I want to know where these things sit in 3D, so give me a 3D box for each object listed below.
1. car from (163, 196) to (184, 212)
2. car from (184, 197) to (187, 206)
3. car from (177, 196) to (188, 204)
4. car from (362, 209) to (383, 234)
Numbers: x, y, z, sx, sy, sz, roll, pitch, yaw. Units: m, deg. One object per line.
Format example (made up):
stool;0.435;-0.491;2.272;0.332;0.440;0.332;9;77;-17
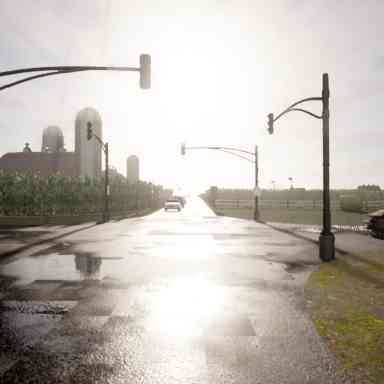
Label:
car;-2.300;1.565;40.195;1.812;1.442;4.674;0;0;1
car;-2.202;1.409;51.235;2.097;1.767;4.553;0;0;1
car;-1.955;1.644;69.296;2.033;1.411;5.357;0;0;1
car;11.764;1.596;17.674;4.892;1.490;1.837;0;0;5
